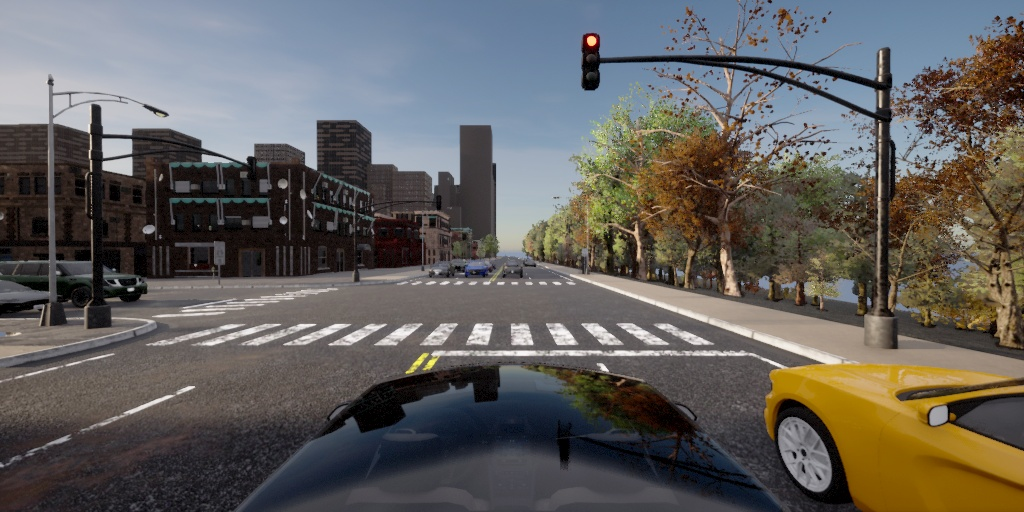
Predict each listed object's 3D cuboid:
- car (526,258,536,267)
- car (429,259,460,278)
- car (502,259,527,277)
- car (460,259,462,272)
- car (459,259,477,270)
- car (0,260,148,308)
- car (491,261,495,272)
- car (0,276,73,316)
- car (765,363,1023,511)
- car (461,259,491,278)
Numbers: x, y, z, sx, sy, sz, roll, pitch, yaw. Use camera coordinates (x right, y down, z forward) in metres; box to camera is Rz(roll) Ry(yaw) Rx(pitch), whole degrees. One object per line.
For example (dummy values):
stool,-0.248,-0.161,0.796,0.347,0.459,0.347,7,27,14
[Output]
car,3.286,1.309,64.494,1.994,1.385,4.181,0,0,1
car,-6.620,1.241,34.300,2.128,1.511,4.902,0,0,0
car,0.060,1.241,35.388,2.128,1.511,4.902,0,0,0
car,-6.627,1.100,44.174,2.097,1.767,4.553,0,0,0
car,-6.625,1.238,54.543,2.128,1.511,4.902,0,0,0
car,-20.008,1.198,16.199,5.566,2.045,2.150,-1,1,0
car,-3.374,1.274,44.088,1.812,1.442,4.674,0,0,0
car,-19.957,1.568,13.498,4.313,1.339,1.948,0,0,0
car,3.351,1.228,1.389,1.882,1.535,5.008,0,0,0
car,-3.370,1.227,34.691,1.882,1.535,5.008,0,0,0
